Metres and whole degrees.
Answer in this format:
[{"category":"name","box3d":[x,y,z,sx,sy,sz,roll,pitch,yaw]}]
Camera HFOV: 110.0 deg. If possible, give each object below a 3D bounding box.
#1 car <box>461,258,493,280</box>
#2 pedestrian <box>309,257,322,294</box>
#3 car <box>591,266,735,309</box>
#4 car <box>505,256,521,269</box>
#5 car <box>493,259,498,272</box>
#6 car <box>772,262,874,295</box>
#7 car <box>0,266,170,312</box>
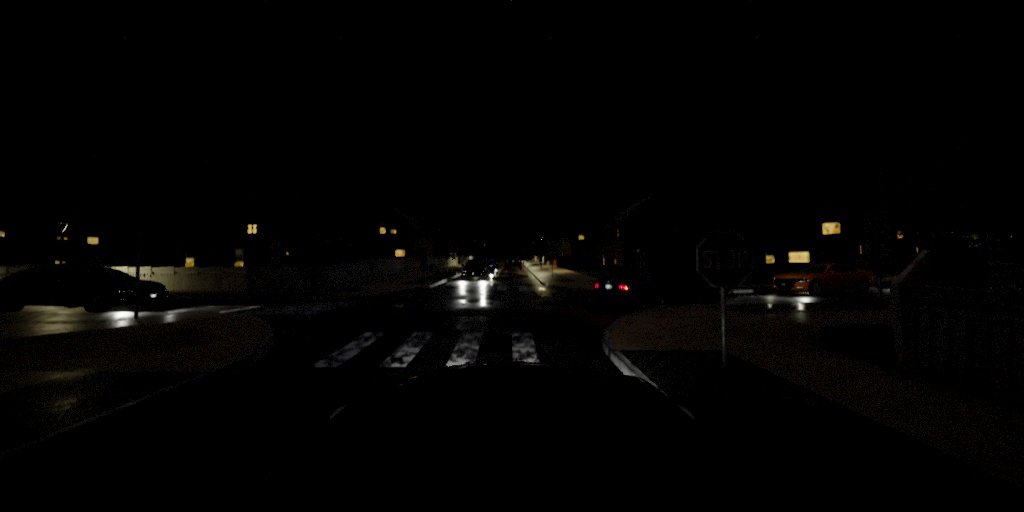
[{"category":"car","box3d":[-2.809,1.009,28.265,1.837,1.490,4.892,0,1,0]},{"category":"pedestrian","box3d":[-9.792,0.949,17.762,0.375,1.860,0.375,0,-2,-1]},{"category":"car","box3d":[5.373,1.075,12.660,5.357,1.411,2.033,1,-3,-26]},{"category":"car","box3d":[0.155,0.714,46.916,2.097,1.767,4.553,0,0,0]},{"category":"car","box3d":[-2.788,0.906,37.822,1.882,1.535,5.008,0,0,0]},{"category":"car","box3d":[15.683,1.096,18.166,5.008,1.535,1.882,0,-2,-14]},{"category":"car","box3d":[-14.390,1.080,12.073,4.892,1.490,1.837,0,-2,2]}]
